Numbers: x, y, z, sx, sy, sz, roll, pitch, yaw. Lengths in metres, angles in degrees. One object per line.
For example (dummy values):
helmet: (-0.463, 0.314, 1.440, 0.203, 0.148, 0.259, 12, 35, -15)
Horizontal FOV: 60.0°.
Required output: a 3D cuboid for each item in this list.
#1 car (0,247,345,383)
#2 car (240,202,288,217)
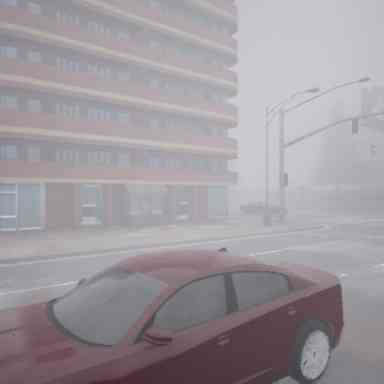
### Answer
car: (-0.268, 1.477, 3.805, 5.008, 1.535, 1.882, 0, 0, -36)
car: (6.899, 1.601, 32.083, 1.895, 1.301, 4.718, 0, 0, -36)
